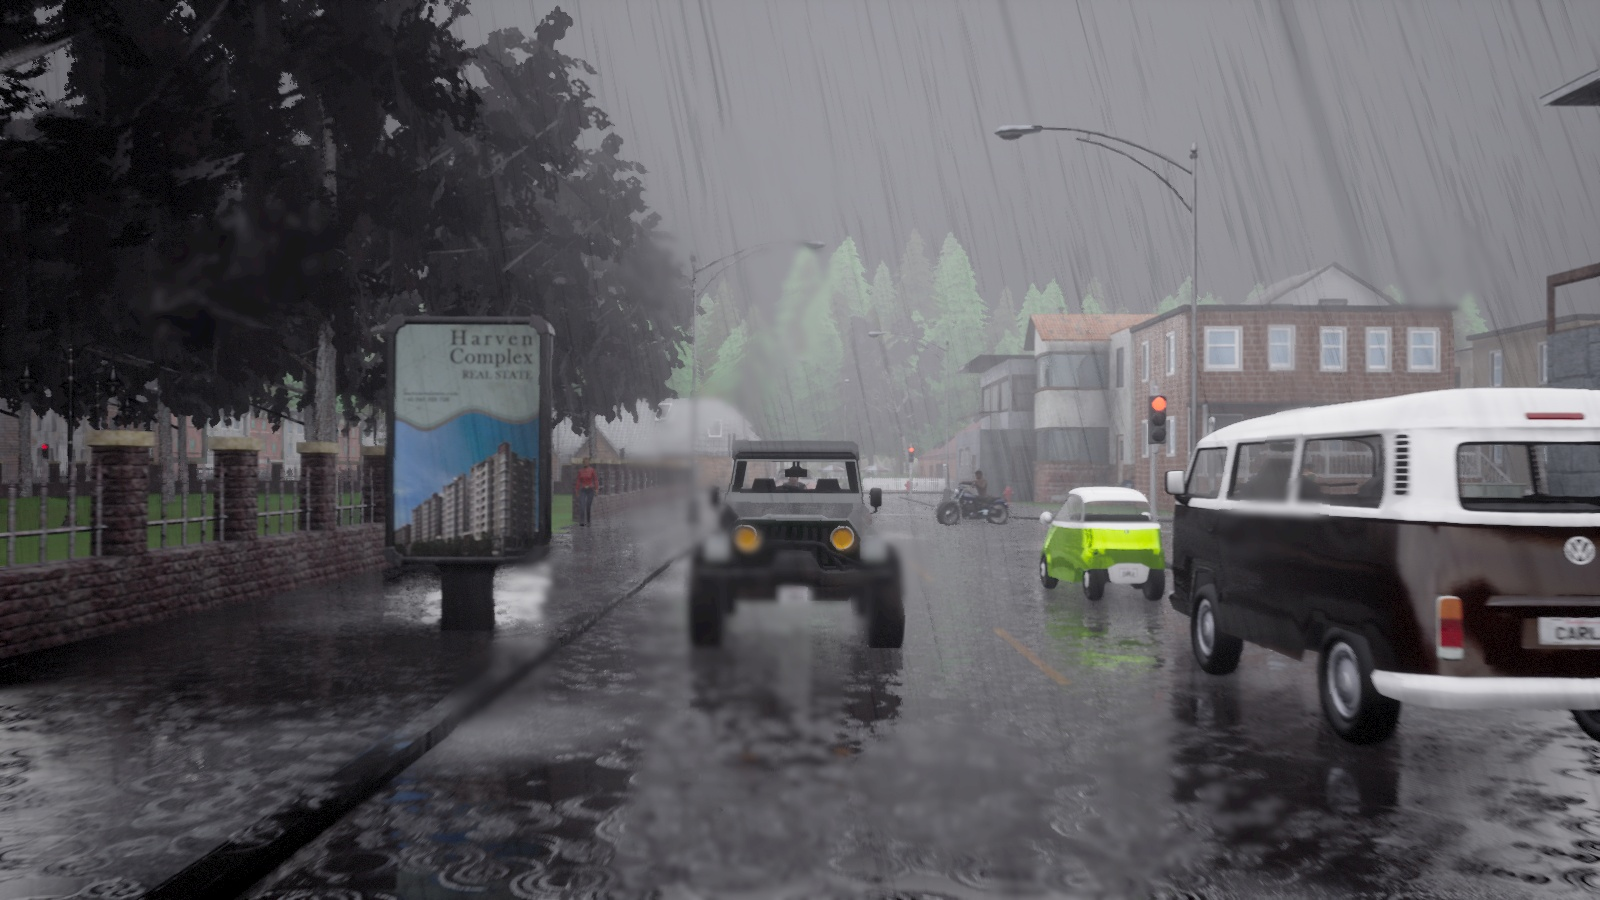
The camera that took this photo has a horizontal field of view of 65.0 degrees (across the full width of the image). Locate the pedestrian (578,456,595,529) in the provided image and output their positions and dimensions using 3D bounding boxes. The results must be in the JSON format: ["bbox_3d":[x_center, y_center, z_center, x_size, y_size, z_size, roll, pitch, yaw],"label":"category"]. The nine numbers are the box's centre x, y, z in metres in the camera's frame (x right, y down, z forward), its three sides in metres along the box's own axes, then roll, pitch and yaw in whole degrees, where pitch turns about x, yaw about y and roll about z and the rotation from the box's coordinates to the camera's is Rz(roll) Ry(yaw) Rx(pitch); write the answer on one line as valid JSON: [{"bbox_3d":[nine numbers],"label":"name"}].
[{"bbox_3d":[-5.439,1.082,32.038,0.331,1.846,0.636,0,-1,0],"label":"pedestrian"}]

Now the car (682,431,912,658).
[{"bbox_3d":[-0.032,0.818,12.410,1.905,1.878,3.866,0,-1,0],"label":"car"}]

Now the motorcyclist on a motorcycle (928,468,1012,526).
[{"bbox_3d":[4.968,1.358,36.627,2.350,1.649,0.766,0,0,-21],"label":"motorcyclist on a motorcycle"}]

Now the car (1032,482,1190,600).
[{"bbox_3d":[3.956,1.126,16.244,1.481,1.376,2.207,0,-1,0],"label":"car"}]

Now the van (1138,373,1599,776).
[{"bbox_3d":[3.978,0.667,8.624,2.069,2.038,4.480,0,-1,0],"label":"van"}]
